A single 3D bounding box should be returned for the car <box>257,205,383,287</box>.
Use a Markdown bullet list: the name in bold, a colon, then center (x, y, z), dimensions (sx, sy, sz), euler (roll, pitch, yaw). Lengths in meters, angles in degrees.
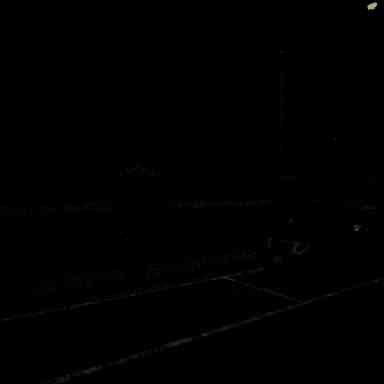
- **car**: center (4.124, 1.313, 9.478), dimensions (5.009, 1.841, 2.192), euler (0, 0, -36)
